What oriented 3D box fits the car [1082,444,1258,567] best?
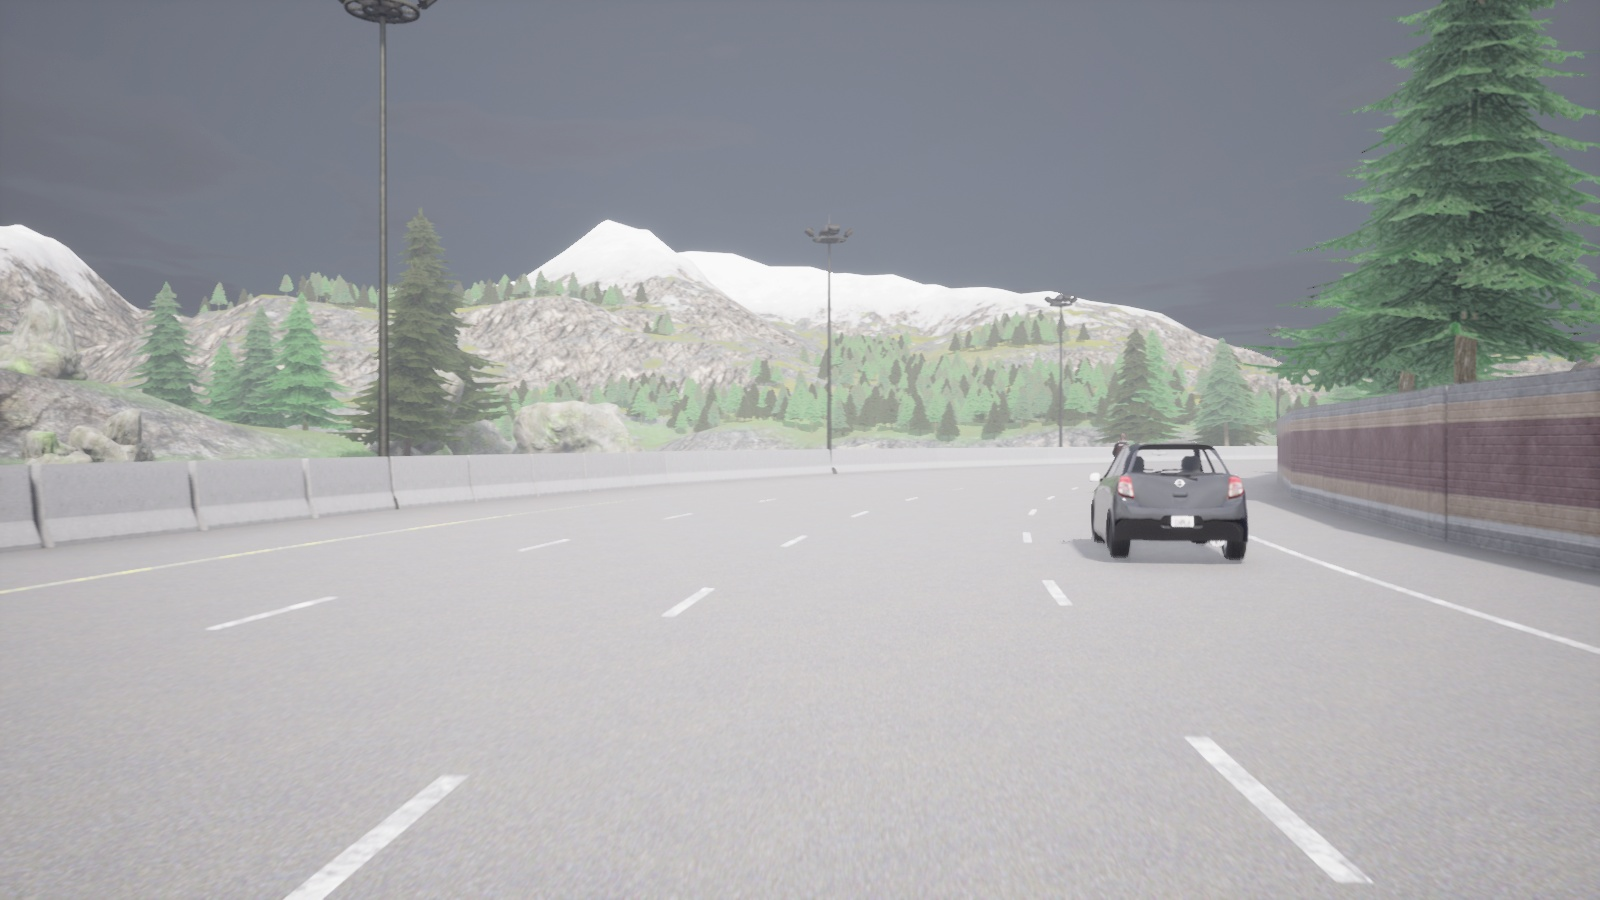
[{"bbox_3d":[4.955,0.669,17.279,1.845,1.501,3.633,0,0,8],"label":"car"}]
